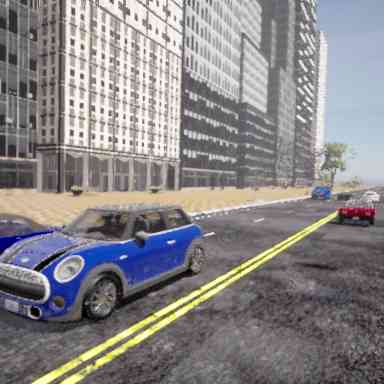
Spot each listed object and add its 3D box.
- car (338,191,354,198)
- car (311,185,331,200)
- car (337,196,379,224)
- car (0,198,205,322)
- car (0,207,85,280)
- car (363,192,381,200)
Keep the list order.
[{"bbox_3d":[22.309,0.565,48.211,1.895,1.301,4.718,3,2,30],"label":"car"},{"bbox_3d":[19.297,0.043,49.453,2.150,2.045,5.566,3,2,30],"label":"car"},{"bbox_3d":[10.432,1.165,20.822,1.895,1.301,4.718,3,2,30],"label":"car"},{"bbox_3d":[-1.543,1.055,6.878,2.097,1.767,4.553,3,2,30],"label":"car"},{"bbox_3d":[-4.935,1.186,7.516,1.895,1.301,4.718,3,2,30],"label":"car"},{"bbox_3d":[22.916,0.701,42.541,1.812,1.442,4.674,3,2,30],"label":"car"}]
